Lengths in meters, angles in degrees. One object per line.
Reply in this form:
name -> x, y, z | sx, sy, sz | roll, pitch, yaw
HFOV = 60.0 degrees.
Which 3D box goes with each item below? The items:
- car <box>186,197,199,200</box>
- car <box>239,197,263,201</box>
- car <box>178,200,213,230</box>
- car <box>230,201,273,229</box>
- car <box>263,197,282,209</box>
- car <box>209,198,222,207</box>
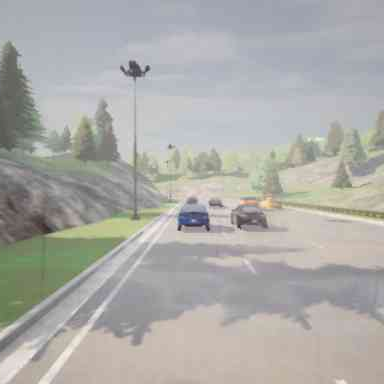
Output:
car -> 0.090, 1.533, 55.637 | 1.837, 1.490, 4.892 | 0, 0, 0
car -> 7.090, 1.350, 41.843 | 2.097, 1.767, 4.553 | 0, 0, 0
car -> 0.101, 1.489, 21.219 | 1.882, 1.535, 5.008 | 0, 0, 0
car -> 3.599, 1.525, 21.461 | 1.812, 1.442, 4.674 | 0, 0, 0
car -> 10.589, 1.465, 44.473 | 1.882, 1.535, 5.008 | 0, 0, 0
car -> 3.590, 1.579, 51.754 | 1.994, 1.385, 4.181 | 0, 0, 0
